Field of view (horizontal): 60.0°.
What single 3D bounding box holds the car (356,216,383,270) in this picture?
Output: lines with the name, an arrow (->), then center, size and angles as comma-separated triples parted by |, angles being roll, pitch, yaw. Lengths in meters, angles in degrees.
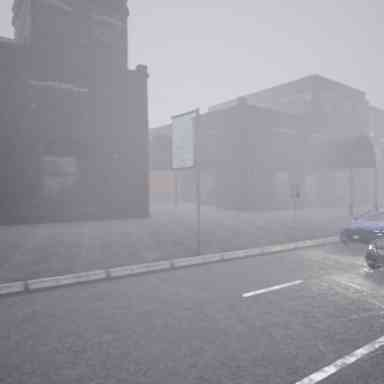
car -> 7.080, 1.535, 9.994 | 4.674, 1.442, 1.812 | 0, 0, -37

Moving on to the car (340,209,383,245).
car -> 8.394, 1.494, 14.459 | 5.008, 1.535, 1.882 | 0, 0, -37
